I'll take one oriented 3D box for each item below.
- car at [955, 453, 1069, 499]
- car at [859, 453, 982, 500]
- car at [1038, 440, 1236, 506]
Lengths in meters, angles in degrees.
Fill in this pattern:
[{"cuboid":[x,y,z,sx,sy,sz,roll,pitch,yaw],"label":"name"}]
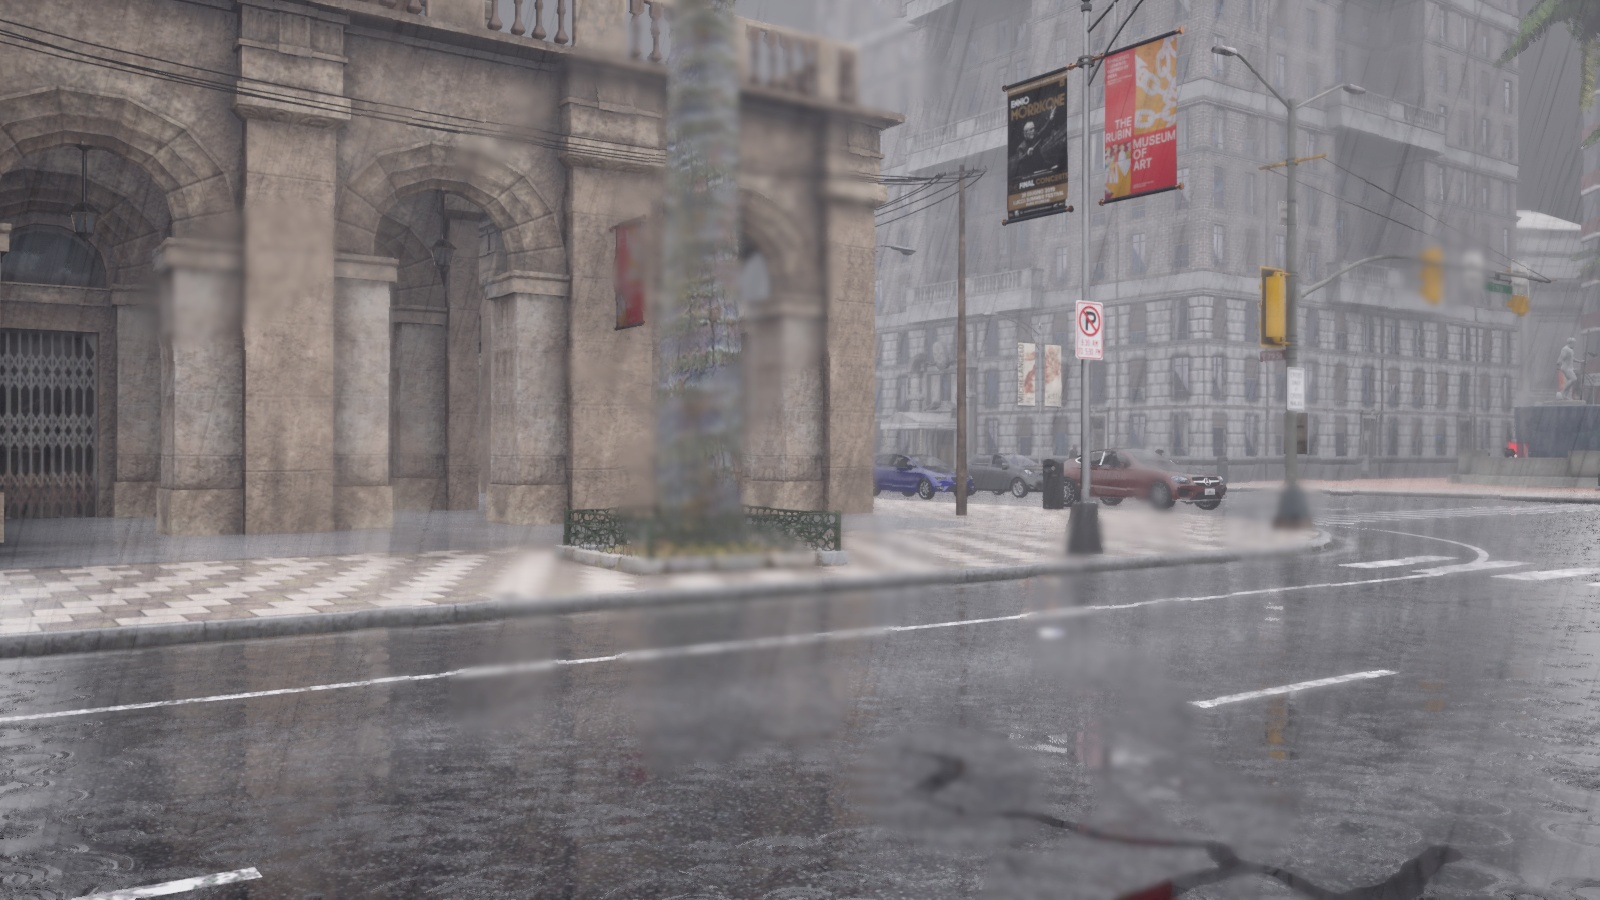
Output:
[{"cuboid":[7.234,0.849,43.140,1.845,1.501,3.633,0,0,-35],"label":"car"},{"cuboid":[3.948,0.852,41.834,1.816,1.474,4.193,0,0,-34],"label":"car"},{"cuboid":[9.144,0.588,34.468,2.152,1.651,5.027,0,0,-35],"label":"car"}]
